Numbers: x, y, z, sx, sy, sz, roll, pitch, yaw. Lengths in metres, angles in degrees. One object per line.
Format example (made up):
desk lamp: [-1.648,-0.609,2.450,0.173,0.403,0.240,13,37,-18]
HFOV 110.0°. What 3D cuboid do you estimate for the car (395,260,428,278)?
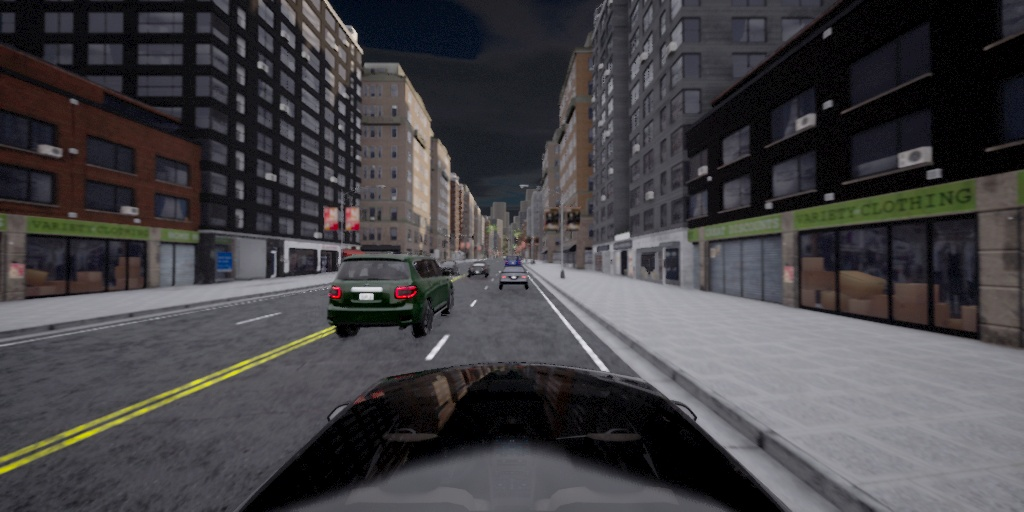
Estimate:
car: [-9.817,1.214,35.393,1.882,1.535,5.008,0,0,0]

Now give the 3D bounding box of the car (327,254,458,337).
car: [-3.148,0.974,10.439,2.150,2.045,5.566,0,0,0]

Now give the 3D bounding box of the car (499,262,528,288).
car: [0.111,1.297,23.563,2.033,1.411,5.357,0,0,0]

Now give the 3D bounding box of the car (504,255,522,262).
car: [0.115,0.939,46.193,2.150,2.045,5.566,0,0,0]

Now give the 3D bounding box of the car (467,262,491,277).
car: [-3.139,1.264,34.732,1.812,1.442,4.674,0,0,0]

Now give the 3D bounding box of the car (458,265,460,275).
car: [-6.560,1.241,36.732,1.837,1.490,4.892,0,0,0]
